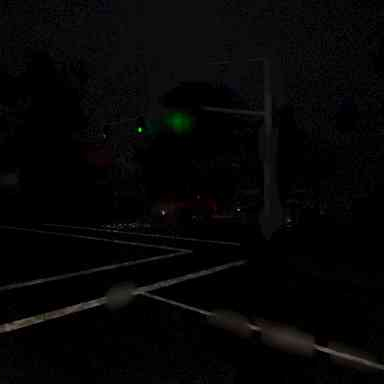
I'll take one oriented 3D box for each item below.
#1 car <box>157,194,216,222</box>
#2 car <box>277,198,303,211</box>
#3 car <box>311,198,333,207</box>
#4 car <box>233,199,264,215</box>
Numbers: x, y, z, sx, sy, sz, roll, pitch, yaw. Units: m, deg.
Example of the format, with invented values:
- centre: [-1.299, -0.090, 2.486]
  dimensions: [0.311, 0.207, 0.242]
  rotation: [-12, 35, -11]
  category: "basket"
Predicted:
- centre: [-0.332, 1.221, 27.013]
  dimensions: [2.150, 2.045, 5.566]
  rotation: [0, 0, 41]
  category: "car"
- centre: [12.283, 1.526, 41.511]
  dimensions: [1.812, 1.442, 4.674]
  rotation: [0, 0, 41]
  category: "car"
- centre: [19.428, 1.601, 49.696]
  dimensions: [1.895, 1.301, 4.718]
  rotation: [0, 0, 41]
  category: "car"
- centre: [6.182, 1.491, 34.495]
  dimensions: [2.128, 1.511, 4.902]
  rotation: [0, 0, 41]
  category: "car"
